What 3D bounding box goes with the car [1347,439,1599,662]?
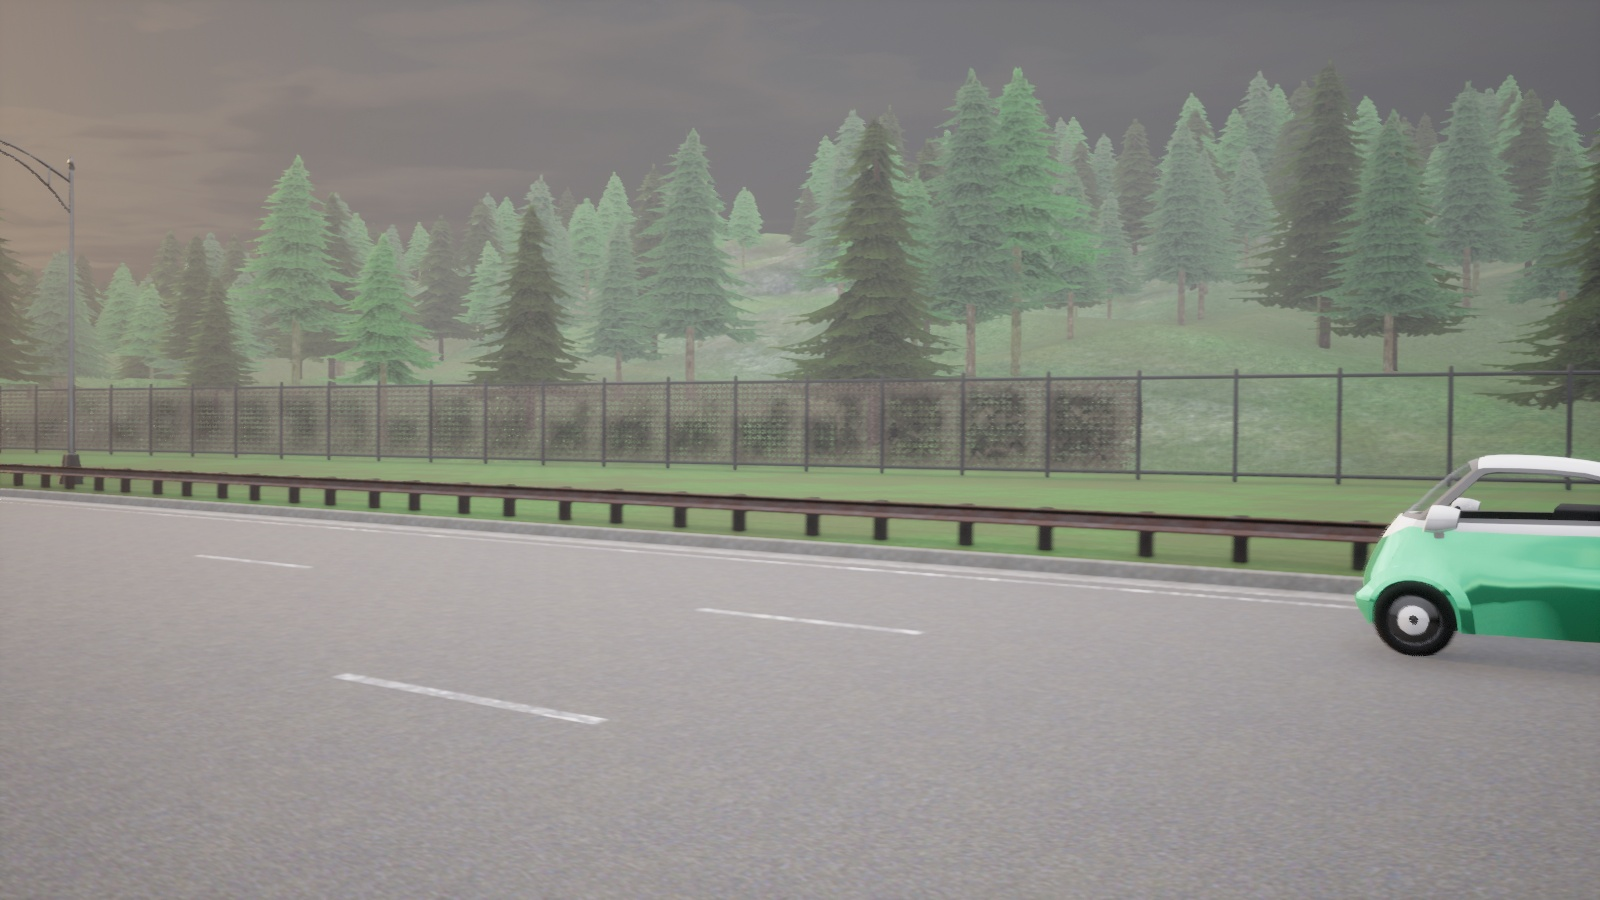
[{"bbox_3d":[5.092,0.622,8.640,2.207,1.376,1.481,0,1,33],"label":"car"}]
